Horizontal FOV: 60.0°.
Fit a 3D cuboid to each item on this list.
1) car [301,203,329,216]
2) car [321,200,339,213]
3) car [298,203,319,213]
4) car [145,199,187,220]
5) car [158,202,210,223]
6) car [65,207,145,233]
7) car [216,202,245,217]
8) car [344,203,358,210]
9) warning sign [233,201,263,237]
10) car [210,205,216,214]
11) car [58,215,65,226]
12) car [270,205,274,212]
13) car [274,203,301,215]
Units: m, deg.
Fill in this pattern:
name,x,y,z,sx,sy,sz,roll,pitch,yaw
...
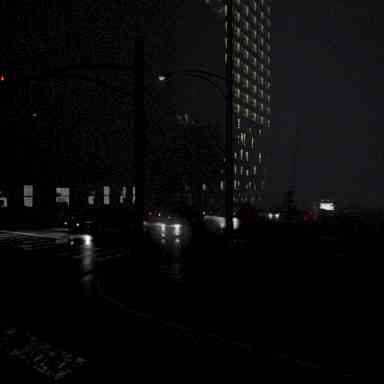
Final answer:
name,x,y,z,sx,sy,sz,roll,pitch,yaw
car,16.496,2.456,44.519,1.895,1.301,4.718,0,-1,33
car,21.914,2.255,53.003,2.150,2.045,5.566,0,-1,33
car,19.164,2.576,54.737,2.033,1.411,5.357,0,-1,33
car,-2.400,1.717,33.489,2.150,2.045,5.566,0,-1,33
car,-0.623,1.972,30.248,1.837,1.490,4.892,0,-1,33
car,-5.681,1.805,22.413,1.837,1.490,4.892,0,-1,33
car,5.126,2.011,39.143,2.097,1.767,4.553,0,-1,33
car,31.480,2.837,65.732,1.812,1.442,4.674,0,-1,33
warning sign,3.109,1.454,18.570,1.300,1.860,1.060,1,1,33
car,3.423,2.288,42.497,1.895,1.301,4.718,0,-1,33
car,-7.697,1.921,25.279,1.895,1.301,4.718,0,-1,33
car,13.723,2.469,52.298,2.128,1.511,4.902,0,-1,33
car,13.630,2.395,46.075,2.033,1.411,5.357,0,-1,33
